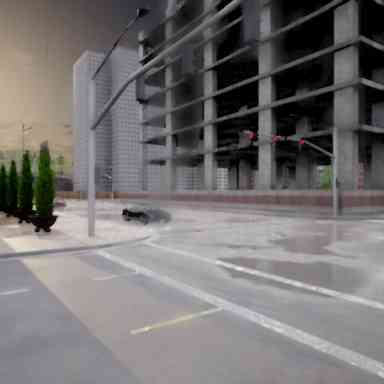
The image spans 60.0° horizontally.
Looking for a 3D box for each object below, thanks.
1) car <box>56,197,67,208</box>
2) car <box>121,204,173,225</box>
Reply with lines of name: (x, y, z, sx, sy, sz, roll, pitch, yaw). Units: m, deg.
car: (-19.632, 1.410, 48.029, 2.097, 1.767, 4.553, 0, 0, -35)
car: (-3.533, 1.607, 24.956, 2.033, 1.411, 5.357, 0, 0, -35)
